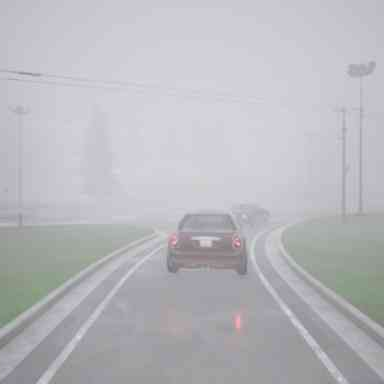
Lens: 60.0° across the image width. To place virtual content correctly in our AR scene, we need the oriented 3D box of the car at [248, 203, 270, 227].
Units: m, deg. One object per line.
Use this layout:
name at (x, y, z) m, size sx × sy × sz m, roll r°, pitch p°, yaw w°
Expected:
car at (3.570, 1.408, 21.454) m, size 2.033 × 1.411 × 5.357 m, roll 0°, pitch 0°, yaw 27°

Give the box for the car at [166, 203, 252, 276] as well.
car at (0.589, 1.283, 10.373) m, size 2.097 × 1.767 × 4.553 m, roll 0°, pitch 0°, yaw 7°
